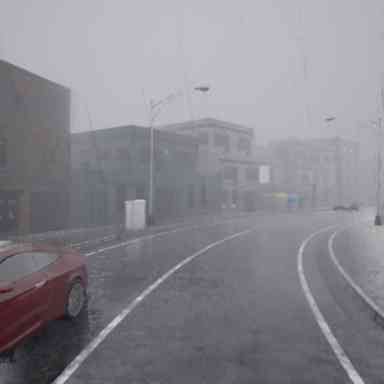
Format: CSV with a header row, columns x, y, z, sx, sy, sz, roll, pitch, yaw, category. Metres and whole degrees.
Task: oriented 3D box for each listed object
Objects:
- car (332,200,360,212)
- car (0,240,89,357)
x,y,z,sx,sy,sz,roll,pitch,yaw,category
19.506,1.771,41.917,2.033,1.411,5.357,2,1,43,car
-3.075,1.478,4.618,1.812,1.442,4.674,1,0,8,car
